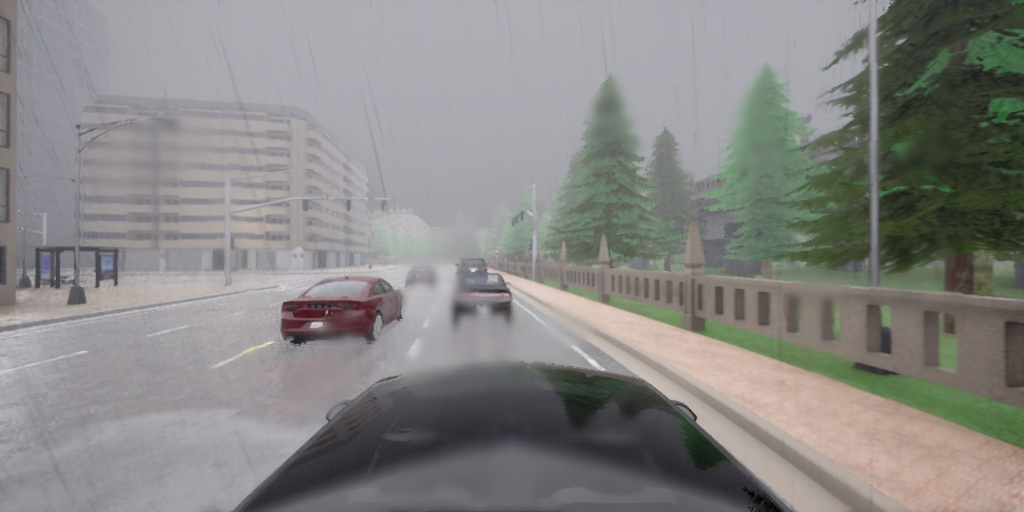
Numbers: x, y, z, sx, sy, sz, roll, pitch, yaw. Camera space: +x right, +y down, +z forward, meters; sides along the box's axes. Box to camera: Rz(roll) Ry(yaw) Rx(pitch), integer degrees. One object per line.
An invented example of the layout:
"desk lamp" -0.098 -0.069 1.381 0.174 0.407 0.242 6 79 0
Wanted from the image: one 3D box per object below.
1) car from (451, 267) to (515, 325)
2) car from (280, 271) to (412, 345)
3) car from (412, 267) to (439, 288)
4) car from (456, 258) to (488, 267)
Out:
"car" -1.039 1.313 12.252 2.128 1.511 4.902 0 0 -6
"car" -4.241 1.288 9.818 1.882 1.535 5.008 0 0 -6
"car" -6.314 1.465 25.608 2.033 1.411 5.357 0 0 -8
"car" -2.980 1.143 26.985 2.150 2.045 5.566 0 0 -8
